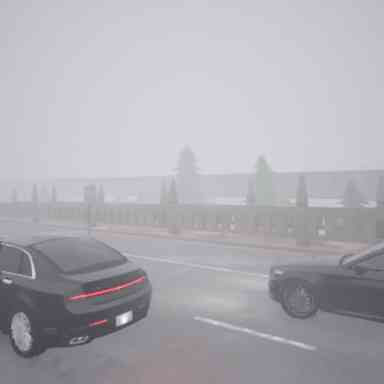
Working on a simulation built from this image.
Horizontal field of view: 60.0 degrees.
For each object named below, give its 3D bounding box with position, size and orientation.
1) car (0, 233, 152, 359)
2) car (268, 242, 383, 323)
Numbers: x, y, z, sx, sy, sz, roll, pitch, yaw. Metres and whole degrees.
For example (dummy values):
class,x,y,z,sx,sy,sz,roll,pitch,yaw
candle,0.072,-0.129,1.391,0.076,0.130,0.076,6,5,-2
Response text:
class,x,y,z,sx,sy,sz,roll,pitch,yaw
car,-2.913,1.519,6.046,4.892,1.490,1.837,0,0,36
car,3.642,1.521,5.651,4.674,1.442,1.812,0,0,36
